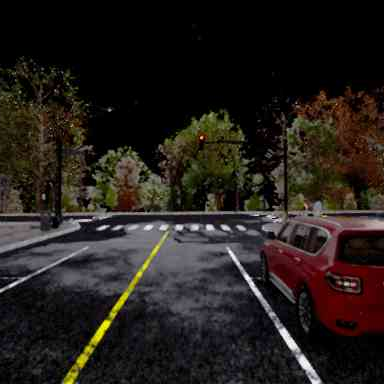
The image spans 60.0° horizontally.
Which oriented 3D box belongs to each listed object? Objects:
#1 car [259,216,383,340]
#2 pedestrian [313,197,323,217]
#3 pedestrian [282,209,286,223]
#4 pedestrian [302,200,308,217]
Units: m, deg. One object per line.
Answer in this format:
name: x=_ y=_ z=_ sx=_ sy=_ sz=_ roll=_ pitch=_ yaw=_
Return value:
car: x=2.722 y=1.379 z=6.590 sx=2.192 sy=1.841 sz=5.009 roll=1 pitch=-1 yaw=0
pedestrian: x=8.153 y=1.245 z=21.604 sx=0.375 sy=1.860 sz=0.375 roll=1 pitch=-1 yaw=0
pedestrian: x=6.153 y=1.720 z=22.196 sx=0.500 sy=1.100 sz=0.500 roll=1 pitch=-1 yaw=0
pedestrian: x=7.145 y=1.408 z=21.002 sx=0.375 sy=1.860 sz=0.375 roll=1 pitch=-1 yaw=0
